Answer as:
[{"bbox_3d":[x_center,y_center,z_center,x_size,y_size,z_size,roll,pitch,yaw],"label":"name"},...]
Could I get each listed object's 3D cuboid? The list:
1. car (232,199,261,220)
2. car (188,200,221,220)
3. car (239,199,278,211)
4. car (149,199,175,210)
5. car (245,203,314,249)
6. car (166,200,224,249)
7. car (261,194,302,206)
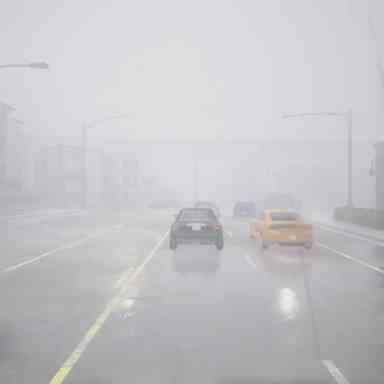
[{"bbox_3d":[4.605,1.485,28.289,1.882,1.535,5.008,0,0,14],"label":"car"},{"bbox_3d":[1.212,1.485,29.147,1.882,1.535,5.008,0,0,14],"label":"car"},{"bbox_3d":[8.271,1.563,41.283,5.357,1.411,2.033,0,0,-44],"label":"car"},{"bbox_3d":[-3.321,1.602,43.872,2.033,1.411,5.357,0,0,36],"label":"car"},{"bbox_3d":[3.717,1.485,14.517,1.882,1.535,5.008,0,0,1],"label":"car"},{"bbox_3d":[0.218,1.366,14.574,2.097,1.767,4.553,0,0,1],"label":"car"},{"bbox_3d":[10.716,1.258,38.779,5.566,2.045,2.150,0,0,-44],"label":"car"}]
